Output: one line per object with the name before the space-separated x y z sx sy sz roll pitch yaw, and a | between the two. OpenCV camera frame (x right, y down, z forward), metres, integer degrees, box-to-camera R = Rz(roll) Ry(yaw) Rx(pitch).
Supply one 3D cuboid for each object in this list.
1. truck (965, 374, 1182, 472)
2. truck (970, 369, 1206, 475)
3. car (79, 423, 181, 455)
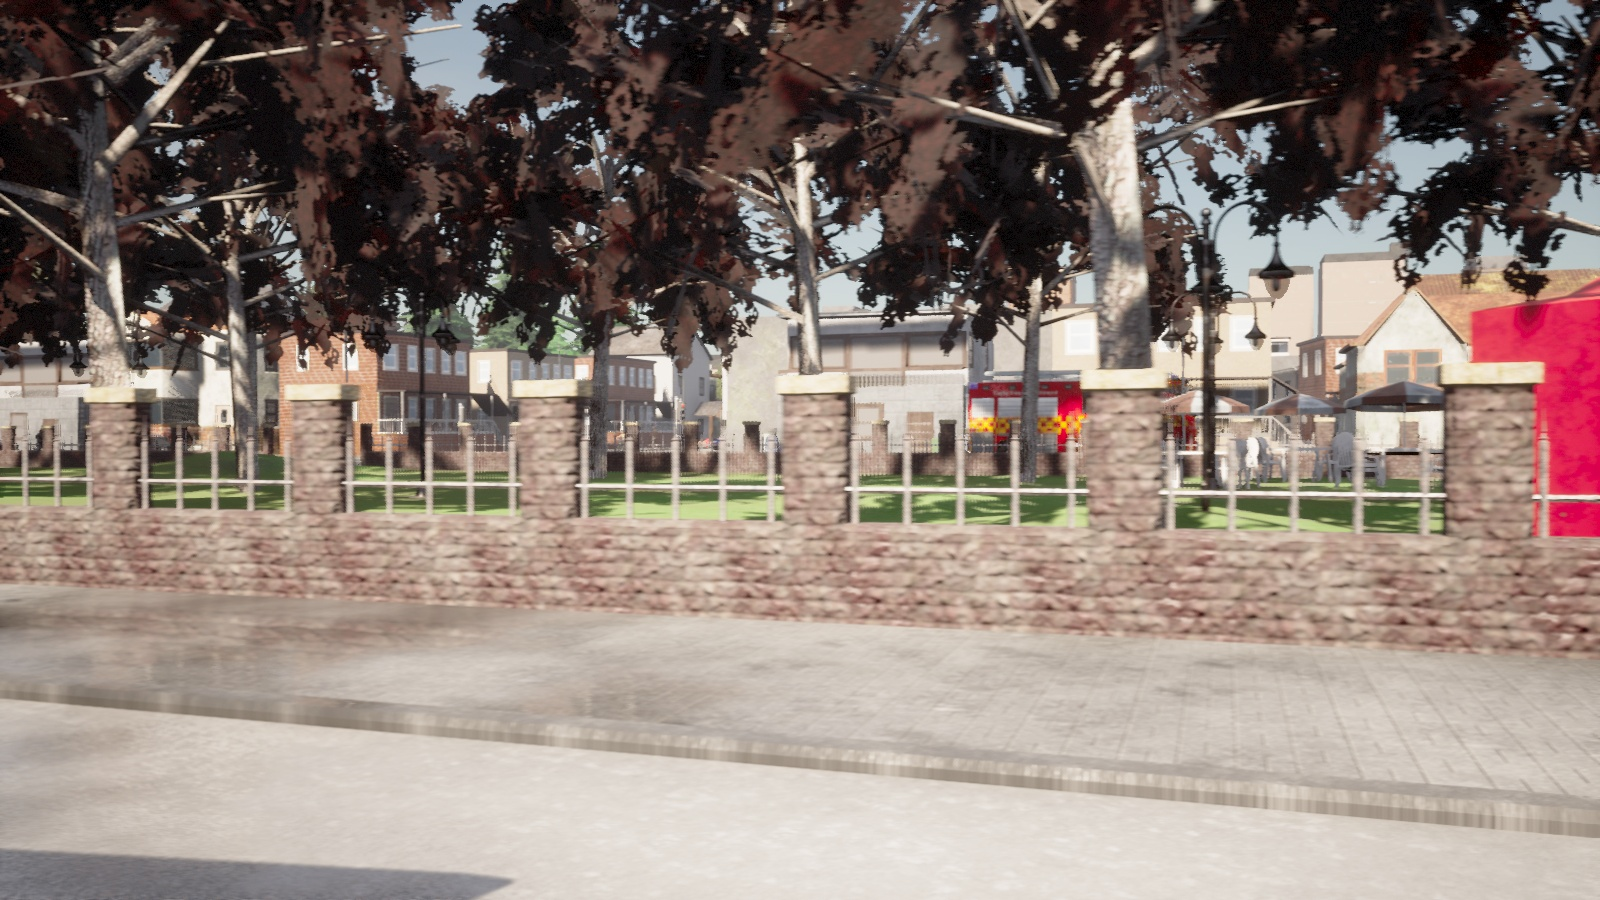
truck | 11.311 -1.126 51.874 8.468 3.827 2.891 1 1 19
truck | 10.963 -1.062 47.772 8.468 3.827 2.891 1 1 18
car | -36.174 -0.616 67.792 5.027 1.651 2.152 1 1 23
